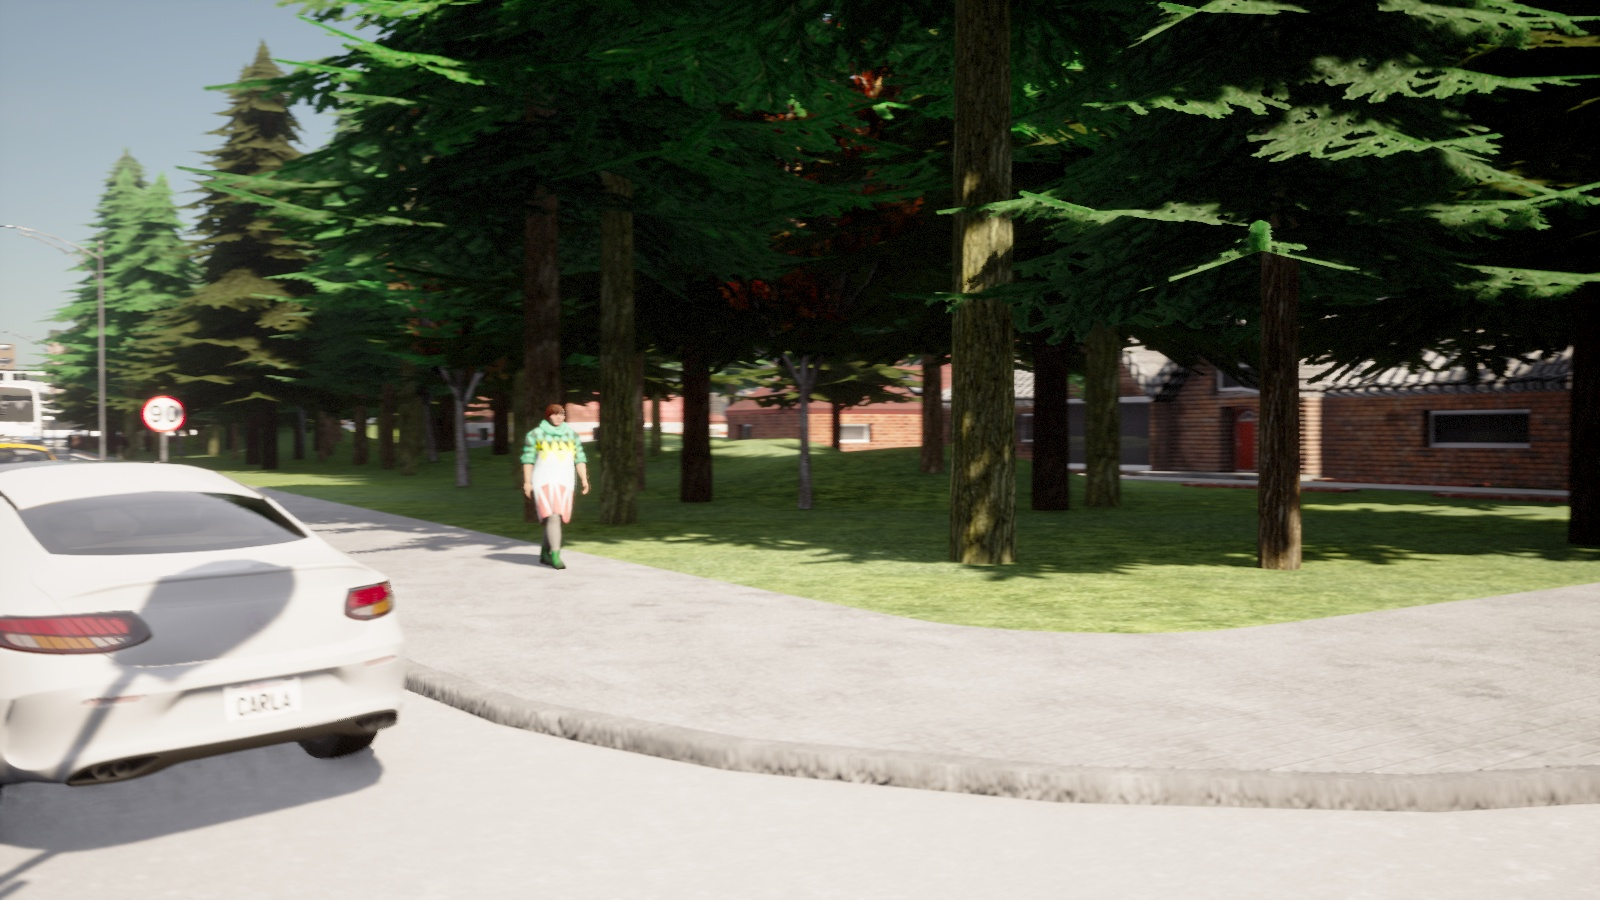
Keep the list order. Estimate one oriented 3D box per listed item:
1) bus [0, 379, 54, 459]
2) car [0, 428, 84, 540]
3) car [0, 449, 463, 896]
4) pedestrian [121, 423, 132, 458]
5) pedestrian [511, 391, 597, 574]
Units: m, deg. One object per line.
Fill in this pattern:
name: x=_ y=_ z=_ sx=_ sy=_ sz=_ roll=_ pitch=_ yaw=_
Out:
bus: x=-44.637 y=-1.693 z=71.083 sx=3.944 sy=4.253 sz=10.273 roll=0 pitch=1 yaw=-32
car: x=-12.618 y=0.442 z=20.062 sx=1.801 sy=1.575 sz=5.366 roll=0 pitch=1 yaw=-32
car: x=-3.808 y=0.750 z=6.470 sx=4.674 sy=1.442 sz=1.812 roll=1 pitch=1 yaw=43
pedestrian: x=-35.441 y=-0.498 z=66.079 sx=0.431 sy=1.840 sz=0.703 roll=0 pitch=1 yaw=-31
pedestrian: x=-2.739 y=0.339 z=13.948 sx=0.659 sy=1.952 sz=0.873 roll=0 pitch=1 yaw=-32
